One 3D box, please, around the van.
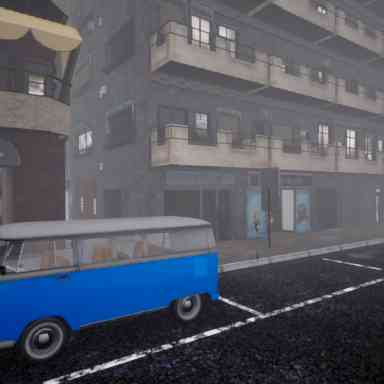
[{"bbox_3d":[-1.416,1.341,5.557,3.998,1.788,1.690,0,0,-35],"label":"van"}]
